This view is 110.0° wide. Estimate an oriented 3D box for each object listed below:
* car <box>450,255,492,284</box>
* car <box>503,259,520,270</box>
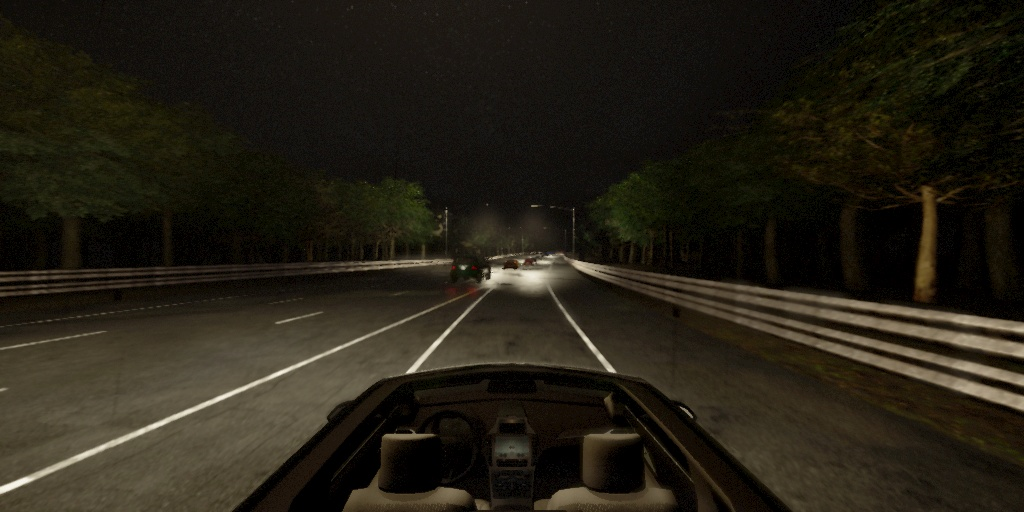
[{"bbox_3d":[-3.011,0.940,27.208,2.150,2.045,5.566,0,0,7],"label":"car"},{"bbox_3d":[-0.023,1.175,51.031,1.882,1.535,5.008,0,0,7],"label":"car"}]
